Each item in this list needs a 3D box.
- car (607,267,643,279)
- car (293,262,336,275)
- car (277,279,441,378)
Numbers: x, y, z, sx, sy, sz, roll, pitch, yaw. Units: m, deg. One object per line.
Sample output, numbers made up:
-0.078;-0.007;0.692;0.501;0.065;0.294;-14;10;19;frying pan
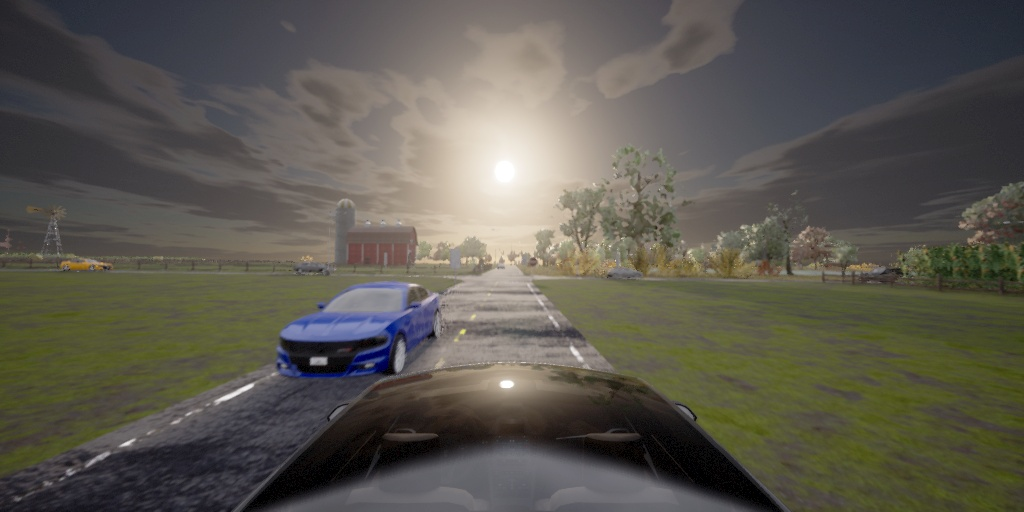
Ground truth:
13.897;2.085;44.306;4.181;1.385;1.994;1;-2;0;car
-24.192;1.468;44.060;4.902;1.511;2.128;1;-2;0;car
-2.850;1.314;7.788;1.882;1.535;5.008;0;-1;0;car
